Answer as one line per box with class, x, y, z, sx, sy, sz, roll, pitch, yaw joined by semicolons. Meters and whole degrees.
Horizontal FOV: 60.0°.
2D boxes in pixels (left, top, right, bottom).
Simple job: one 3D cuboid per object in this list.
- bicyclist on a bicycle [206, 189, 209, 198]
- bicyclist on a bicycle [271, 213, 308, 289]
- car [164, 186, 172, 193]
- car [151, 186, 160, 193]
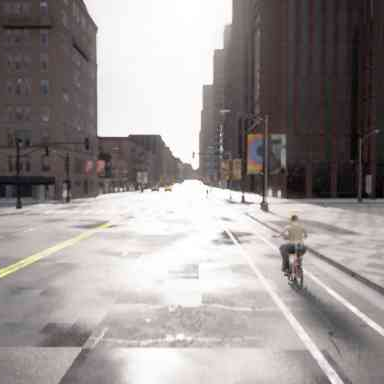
bicyclist on a bicycle;2.618;0.271;56.077;0.582;1.620;1.656;0;1;0
bicyclist on a bicycle;2.298;1.267;7.620;0.866;1.612;1.509;0;1;1
car;-5.954;-0.666;83.384;1.882;1.535;5.008;0;1;0
car;-9.204;-0.646;83.405;1.837;1.490;4.892;0;1;0
